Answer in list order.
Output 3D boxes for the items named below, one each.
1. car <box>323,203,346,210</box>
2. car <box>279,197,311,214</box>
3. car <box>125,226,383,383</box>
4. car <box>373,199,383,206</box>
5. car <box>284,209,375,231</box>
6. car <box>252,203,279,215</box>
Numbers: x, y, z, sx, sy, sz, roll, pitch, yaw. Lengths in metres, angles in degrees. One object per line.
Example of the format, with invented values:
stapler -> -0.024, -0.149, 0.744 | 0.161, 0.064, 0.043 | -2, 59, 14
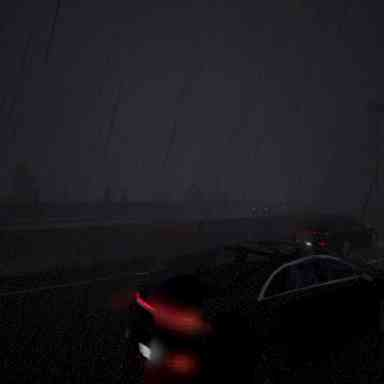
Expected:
car -> 15.866, 1.970, 36.890 | 2.033, 1.411, 5.357 | 0, 0, 32
car -> 11.758, 1.740, 37.107 | 2.097, 1.767, 4.553 | 0, -1, 33
car -> 1.408, 1.543, 5.111 | 4.902, 1.511, 2.128 | 1, 0, -38
car -> 45.143, 2.473, 77.874 | 1.882, 1.535, 5.008 | 0, 0, 5
car -> 5.959, 1.661, 13.666 | 4.892, 1.490, 1.837 | 1, 0, -43
car -> 8.705, 1.974, 38.721 | 1.895, 1.301, 4.718 | 0, -1, 33
